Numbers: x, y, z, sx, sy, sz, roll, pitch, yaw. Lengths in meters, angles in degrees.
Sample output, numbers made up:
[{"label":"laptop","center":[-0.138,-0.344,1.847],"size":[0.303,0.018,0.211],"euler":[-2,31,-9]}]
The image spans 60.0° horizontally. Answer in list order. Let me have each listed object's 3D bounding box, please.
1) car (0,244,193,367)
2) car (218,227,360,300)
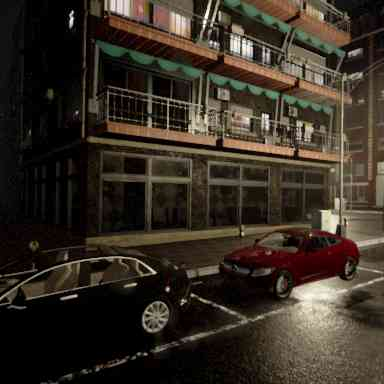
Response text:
[{"label":"car","center":[-2.041,1.551,5.047],"size":[4.403,1.369,2.008],"euler":[0,1,-36]},{"label":"car","center":[2.584,1.584,8.354],"size":[4.206,1.307,1.802],"euler":[0,1,-36]}]
